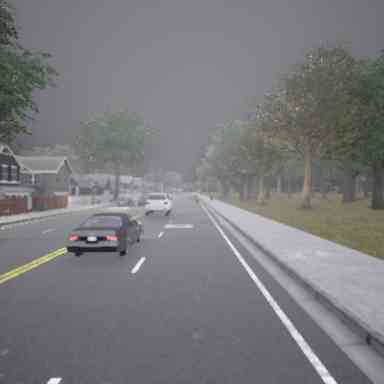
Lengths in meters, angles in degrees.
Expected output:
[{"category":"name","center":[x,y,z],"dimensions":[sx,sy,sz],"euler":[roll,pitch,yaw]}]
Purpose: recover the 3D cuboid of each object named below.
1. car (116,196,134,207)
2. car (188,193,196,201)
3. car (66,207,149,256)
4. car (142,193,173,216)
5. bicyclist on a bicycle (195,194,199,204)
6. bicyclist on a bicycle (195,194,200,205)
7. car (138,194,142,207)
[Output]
[{"category":"car","center":[-9.820,1.371,49.031],"dimensions":[2.128,1.511,4.902],"euler":[0,0,0]},{"category":"car","center":[0.011,1.346,80.646],"dimensions":[2.033,1.411,5.357],"euler":[0,0,0]},{"category":"car","center":[-3.147,1.516,12.983],"dimensions":[2.033,1.411,5.357],"euler":[0,0,0]},{"category":"car","center":[-3.144,1.143,32.147],"dimensions":[2.150,2.045,5.566],"euler":[0,0,0]},{"category":"bicyclist on a bicycle","center":[0.902,1.223,59.849],"dimensions":[0.659,1.776,1.843],"euler":[0,0,0]},{"category":"bicyclist on a bicycle","center":[0.894,1.312,51.002],"dimensions":[0.866,1.612,1.509],"euler":[0,-1,0]},{"category":"car","center":[-6.573,1.102,48.989],"dimensions":[2.150,2.045,5.566],"euler":[0,0,0]}]
